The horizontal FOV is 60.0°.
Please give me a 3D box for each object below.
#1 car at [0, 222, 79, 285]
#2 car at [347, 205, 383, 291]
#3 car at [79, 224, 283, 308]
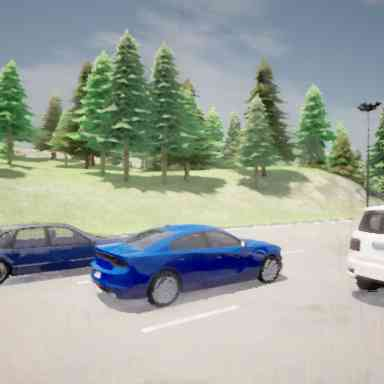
[{"bbox_3d":[-4.117,1.571,9.406,5.357,1.411,2.033,1,0,-35],"label":"car"},{"bbox_3d":[6.008,1.319,8.028,5.566,2.045,2.150,1,0,-36],"label":"car"},{"bbox_3d":[0.111,1.528,8.122,5.008,1.535,1.882,1,0,-35],"label":"car"}]
